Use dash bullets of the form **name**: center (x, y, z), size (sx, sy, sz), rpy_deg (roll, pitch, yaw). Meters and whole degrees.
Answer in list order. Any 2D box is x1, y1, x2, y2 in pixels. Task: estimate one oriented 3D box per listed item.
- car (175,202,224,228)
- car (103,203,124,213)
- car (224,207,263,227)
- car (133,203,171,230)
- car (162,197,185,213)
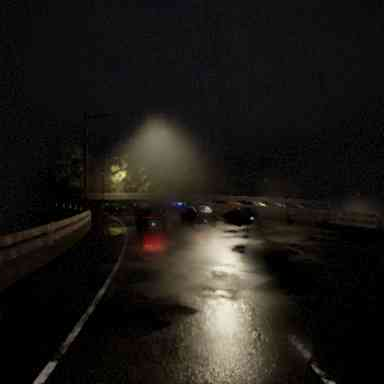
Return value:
- **car**: center (0.398, 1.774, 24.429), size (2.128, 1.511, 4.902), rpy_deg (0, -1, -13)
- **car**: center (-10.673, 2.129, 45.166), size (1.994, 1.385, 4.181), rpy_deg (0, -1, -26)
- **car**: center (3.792, 1.844, 25.403), size (1.994, 1.385, 4.181), rpy_deg (0, -1, -13)
- **car**: center (-2.956, 1.791, 23.427), size (1.837, 1.490, 4.892), rpy_deg (0, 0, -13)
- **car**: center (-2.567, 1.744, 44.363), size (2.150, 2.045, 5.566), rpy_deg (0, -1, -24)
